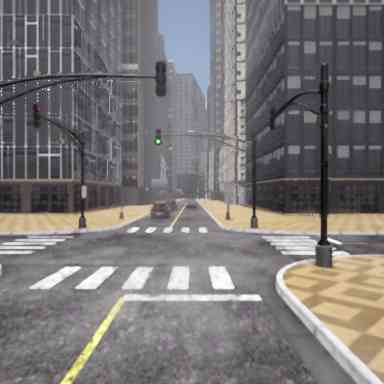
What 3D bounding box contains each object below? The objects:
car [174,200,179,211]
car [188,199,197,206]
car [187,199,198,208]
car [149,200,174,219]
[{"bbox_3d":[-3.069,2.000,49.742,1.837,1.490,4.892,0,-1,0],"label":"car"},{"bbox_3d":[0.006,2.214,69.551,1.812,1.442,4.674,0,-1,0],"label":"car"},{"bbox_3d":[0.005,2.140,59.134,2.033,1.411,5.357,0,-1,0],"label":"car"},{"bbox_3d":[-3.090,1.828,33.351,1.837,1.490,4.892,0,0,0],"label":"car"}]
